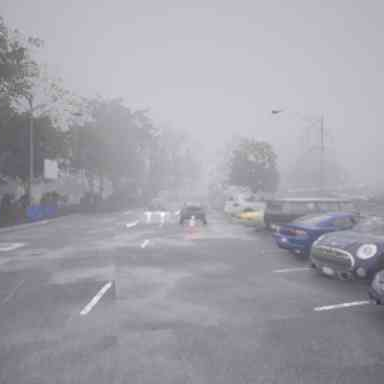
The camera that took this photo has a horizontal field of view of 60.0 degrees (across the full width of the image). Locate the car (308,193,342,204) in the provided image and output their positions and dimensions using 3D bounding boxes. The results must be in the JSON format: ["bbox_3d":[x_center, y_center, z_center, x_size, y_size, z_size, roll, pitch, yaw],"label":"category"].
[{"bbox_3d":[23.925,1.141,60.025,2.435,2.045,5.566,0,-1,-21],"label":"car"}]

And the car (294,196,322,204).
[{"bbox_3d":[20.902,1.421,59.941,2.163,1.488,4.792,0,-1,-21],"label":"car"}]

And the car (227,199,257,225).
[{"bbox_3d":[5.185,1.439,20.780,5.366,1.575,1.946,1,0,-20],"label":"car"}]

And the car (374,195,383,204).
[{"bbox_3d":[36.030,1.399,60.329,2.231,1.521,4.892,1,-1,-22],"label":"car"}]

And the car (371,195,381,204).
[{"bbox_3d":[21.234,1.446,42.996,2.163,1.488,4.792,-1,1,-22],"label":"car"}]

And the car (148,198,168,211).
[{"bbox_3d":[-3.885,1.452,38.977,1.837,1.490,4.892,0,0,2],"label":"car"}]

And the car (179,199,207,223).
[{"bbox_3d":[0.071,1.457,25.088,1.837,1.490,4.892,0,0,0],"label":"car"}]

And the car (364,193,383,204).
[{"bbox_3d":[24.200,1.166,43.078,2.435,2.045,5.566,-1,1,-21],"label":"car"}]

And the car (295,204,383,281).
[{"bbox_3d":[5.402,1.341,8.833,4.553,1.767,2.185,1,0,-20],"label":"car"}]

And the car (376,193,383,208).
[{"bbox_3d":[27.158,1.168,43.155,2.435,2.045,5.566,-1,1,-21],"label":"car"}]

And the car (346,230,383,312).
[{"bbox_3d":[5.366,1.513,5.825,4.674,1.452,2.002,1,0,-20],"label":"car"}]

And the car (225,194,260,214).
[{"bbox_3d":[5.368,1.183,26.873,5.566,2.045,2.435,1,0,-20],"label":"car"}]

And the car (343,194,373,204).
[{"bbox_3d":[29.981,1.270,60.197,2.185,1.767,4.553,1,-1,-22],"label":"car"}]

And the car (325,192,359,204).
[{"bbox_3d":[26.985,1.142,60.065,2.435,2.045,5.566,1,-1,-22],"label":"car"}]

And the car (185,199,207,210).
[{"bbox_3d":[0.585,1.524,41.834,1.895,1.301,4.718,0,0,12],"label":"car"}]

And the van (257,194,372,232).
[{"bbox_3d":[5.479,1.231,14.881,4.442,1.987,1.878,1,0,-20],"label":"van"}]

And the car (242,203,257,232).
[{"bbox_3d":[5.370,1.490,17.839,4.674,1.452,2.002,1,0,-20],"label":"car"}]

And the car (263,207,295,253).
[{"bbox_3d":[5.361,1.461,11.837,5.008,1.535,2.097,1,0,-20],"label":"car"}]

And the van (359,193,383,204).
[{"bbox_3d":[32.961,1.172,60.351,1.878,1.987,4.442,0,-1,-22],"label":"van"}]
